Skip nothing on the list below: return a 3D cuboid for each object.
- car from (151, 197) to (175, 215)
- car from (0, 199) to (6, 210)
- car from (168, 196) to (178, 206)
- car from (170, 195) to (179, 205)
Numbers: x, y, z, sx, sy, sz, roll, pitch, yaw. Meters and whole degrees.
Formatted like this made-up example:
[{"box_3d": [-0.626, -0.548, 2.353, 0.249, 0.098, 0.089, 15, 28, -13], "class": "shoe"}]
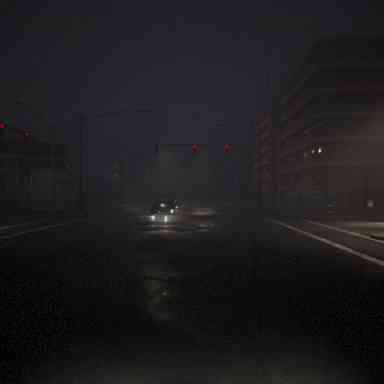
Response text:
[{"box_3d": [-3.153, 1.547, 34.731, 2.033, 1.411, 5.357, 0, 0, -1], "class": "car"}, {"box_3d": [-24.030, 1.456, 38.948, 3.806, 1.475, 1.970, 0, 0, 1], "class": "car"}, {"box_3d": [-3.233, 1.564, 44.322, 1.994, 1.385, 4.181, 0, 0, 0], "class": "car"}, {"box_3d": [-3.315, 1.352, 54.690, 2.097, 1.767, 4.553, 0, 0, 0], "class": "car"}]
